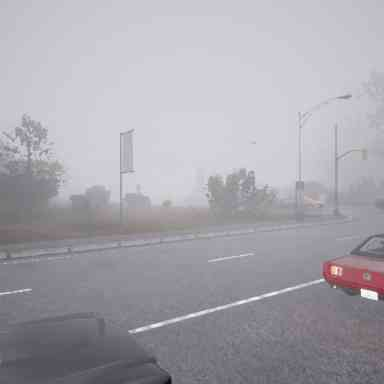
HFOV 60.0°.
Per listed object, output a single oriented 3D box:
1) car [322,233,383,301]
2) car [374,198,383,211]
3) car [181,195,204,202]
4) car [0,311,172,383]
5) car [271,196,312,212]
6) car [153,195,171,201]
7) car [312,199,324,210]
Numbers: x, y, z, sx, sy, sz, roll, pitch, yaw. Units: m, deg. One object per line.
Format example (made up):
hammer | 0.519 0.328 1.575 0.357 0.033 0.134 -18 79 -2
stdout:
car | 5.041 1.570 7.356 4.718 1.301 1.895 0 0 -36
car | 21.505 0.958 33.426 2.150 2.045 5.566 -1 0 -39
car | 0.010 1.273 65.715 2.033 1.411 5.357 -1 0 -38
car | -2.407 1.601 2.019 4.718 1.301 1.895 0 0 -36
car | 10.131 1.401 36.080 1.895 1.301 4.718 -1 0 -39
car | -6.722 1.327 73.983 1.895 1.301 4.718 -1 0 -38
car | 12.756 1.249 38.402 1.882 1.535 5.008 -1 0 -39
